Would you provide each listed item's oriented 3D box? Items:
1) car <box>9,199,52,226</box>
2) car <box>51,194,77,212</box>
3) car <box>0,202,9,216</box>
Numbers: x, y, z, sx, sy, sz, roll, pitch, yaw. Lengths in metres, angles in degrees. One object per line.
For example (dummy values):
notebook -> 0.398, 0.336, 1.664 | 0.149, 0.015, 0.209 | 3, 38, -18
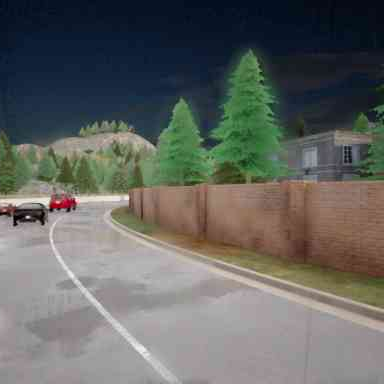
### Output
car -> -11.362, 1.478, 23.725 | 1.882, 1.535, 5.008 | 0, -1, -19
car -> -14.890, 1.223, 38.591 | 2.150, 2.045, 5.566 | 0, 0, -9
car -> -16.873, 1.600, 30.174 | 1.895, 1.301, 4.718 | 0, 0, -13
